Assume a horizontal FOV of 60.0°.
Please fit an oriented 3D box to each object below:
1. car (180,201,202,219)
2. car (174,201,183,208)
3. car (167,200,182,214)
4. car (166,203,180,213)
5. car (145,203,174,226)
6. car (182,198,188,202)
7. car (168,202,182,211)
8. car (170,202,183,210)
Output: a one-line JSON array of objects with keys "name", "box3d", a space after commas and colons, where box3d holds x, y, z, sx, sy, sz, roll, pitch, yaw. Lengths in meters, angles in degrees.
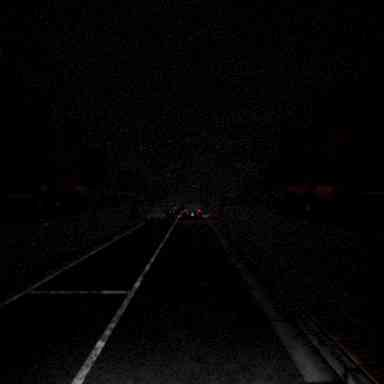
[{"name": "car", "box3d": [0.046, 1.964, 33.781, 1.812, 1.442, 4.674, 0, -1, 0]}, {"name": "car", "box3d": [-2.773, 2.675, 70.202, 1.802, 1.307, 4.206, -2, -1, 0]}, {"name": "car", "box3d": [-2.731, 2.030, 42.971, 1.967, 1.590, 4.097, -2, -1, 0]}, {"name": "car", "box3d": [-2.733, 2.267, 48.410, 1.802, 1.307, 4.206, -1, -1, 0]}, {"name": "car", "box3d": [-2.699, 1.854, 26.460, 1.752, 1.417, 4.829, -1, -1, 0]}, {"name": "car", "box3d": [0.026, 1.957, 43.923, 2.097, 1.767, 4.553, 0, -1, -2]}, {"name": "car", "box3d": [-2.746, 2.334, 53.862, 2.008, 1.369, 4.403, -2, -1, 0]}, {"name": "car", "box3d": [-2.755, 2.435, 59.310, 2.008, 1.369, 4.403, -2, -1, 0]}]
